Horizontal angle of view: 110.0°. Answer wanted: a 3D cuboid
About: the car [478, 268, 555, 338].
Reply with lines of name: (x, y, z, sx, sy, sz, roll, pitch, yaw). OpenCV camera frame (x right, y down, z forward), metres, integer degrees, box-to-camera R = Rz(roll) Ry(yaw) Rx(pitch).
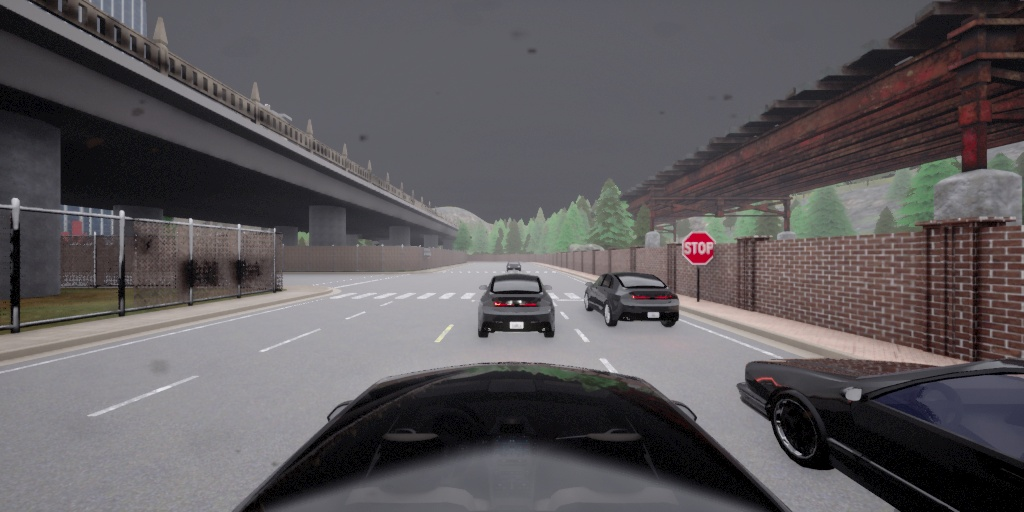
car: (0.105, 1.255, 10.188, 1.837, 1.490, 4.892, 0, 0, 0)

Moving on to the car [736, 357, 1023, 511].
car: (3.600, 1.297, 1.798, 2.033, 1.411, 5.357, 0, 0, 0)

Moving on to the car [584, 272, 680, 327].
car: (3.608, 1.255, 11.545, 1.837, 1.490, 4.892, 0, 0, 0)

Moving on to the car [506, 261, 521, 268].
car: (0.222, 1.351, 46.362, 1.895, 1.301, 4.718, 0, 0, -1)
